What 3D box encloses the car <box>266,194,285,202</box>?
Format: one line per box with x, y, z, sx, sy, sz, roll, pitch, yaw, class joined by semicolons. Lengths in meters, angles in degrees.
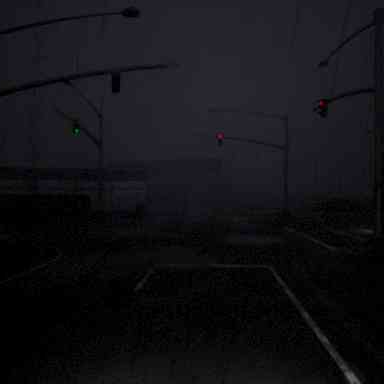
18.508;1.349;73.829;3.866;1.878;1.905;0;0;4;car

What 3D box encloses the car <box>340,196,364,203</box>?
36.588;1.619;76.303;4.514;1.523;2.007;0;0;4;car

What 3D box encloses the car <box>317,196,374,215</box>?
15.331;1.478;33.231;4.514;1.523;2.007;0;0;4;car

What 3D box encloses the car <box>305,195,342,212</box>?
15.484;1.479;36.364;5.027;1.636;2.152;0;0;4;car

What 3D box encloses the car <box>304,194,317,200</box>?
26.143;1.375;70.034;4.605;1.855;1.932;0;0;4;car

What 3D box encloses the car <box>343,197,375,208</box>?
23.918;1.523;47.682;3.633;1.501;1.845;0;0;4;car

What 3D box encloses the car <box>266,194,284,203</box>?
17.679;1.621;70.551;3.806;1.475;1.970;0;0;4;car
